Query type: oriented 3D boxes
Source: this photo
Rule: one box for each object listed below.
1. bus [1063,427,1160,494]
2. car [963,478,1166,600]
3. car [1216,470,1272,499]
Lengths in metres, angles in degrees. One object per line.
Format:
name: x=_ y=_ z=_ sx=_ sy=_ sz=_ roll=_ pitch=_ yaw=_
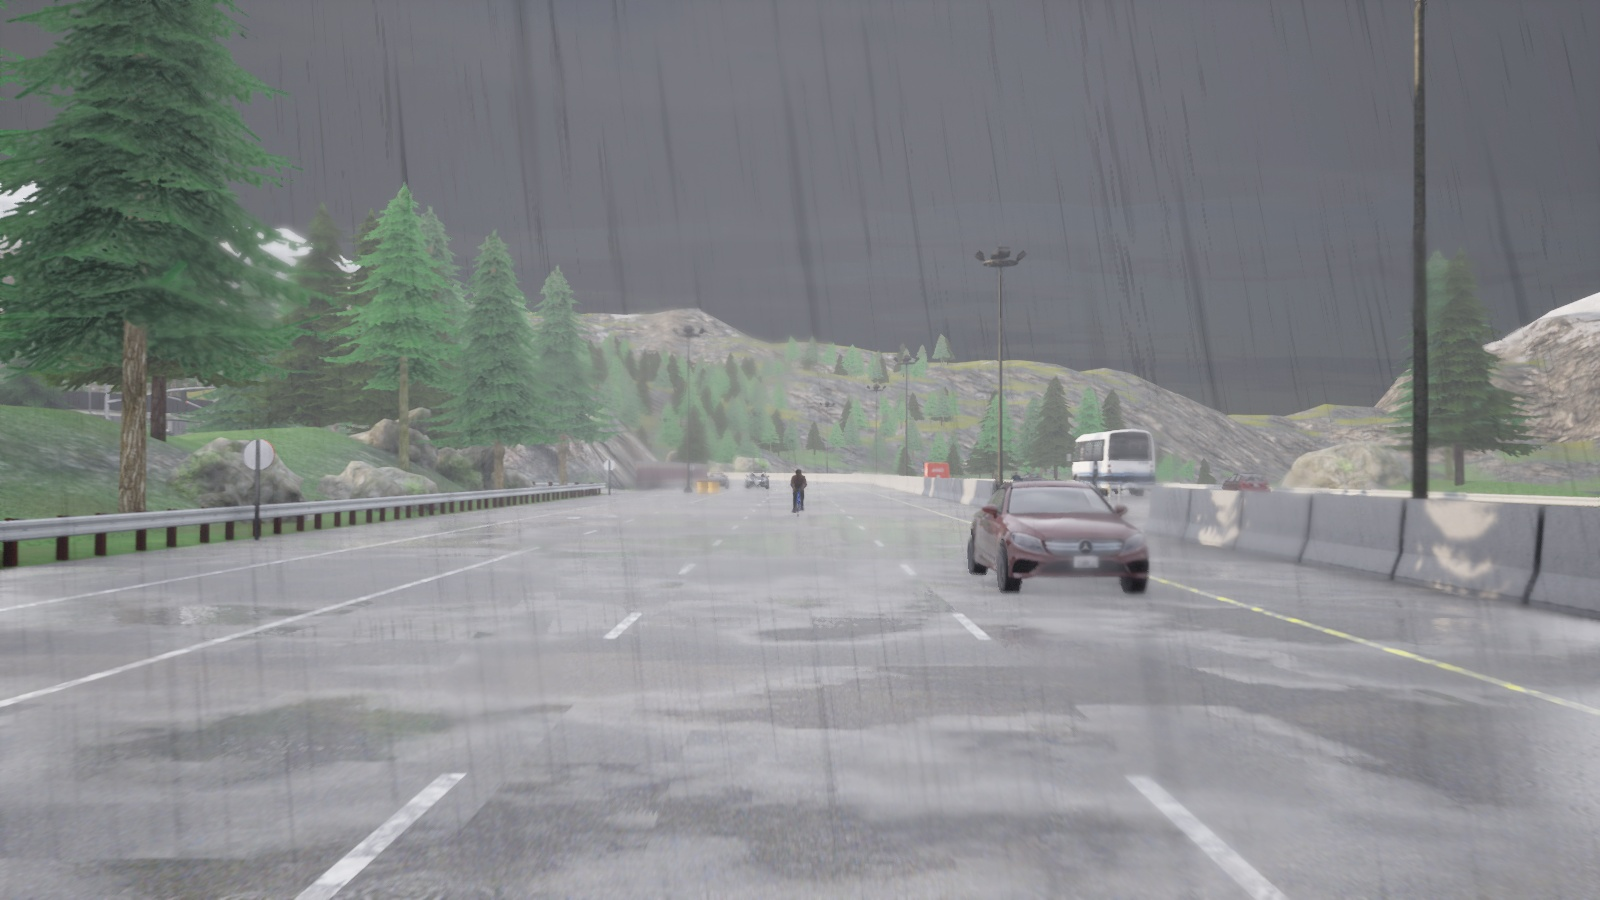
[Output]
bus: x=20.941 y=0.781 z=85.242 sx=3.944 sy=4.253 sz=10.273 roll=0 pitch=-1 yaw=0
car: x=3.482 y=1.118 z=17.429 sx=1.812 sy=1.442 sz=4.674 roll=0 pitch=-1 yaw=0
car: x=24.455 y=1.856 z=69.307 sx=1.789 sy=1.549 sz=3.705 roll=0 pitch=-1 yaw=0
